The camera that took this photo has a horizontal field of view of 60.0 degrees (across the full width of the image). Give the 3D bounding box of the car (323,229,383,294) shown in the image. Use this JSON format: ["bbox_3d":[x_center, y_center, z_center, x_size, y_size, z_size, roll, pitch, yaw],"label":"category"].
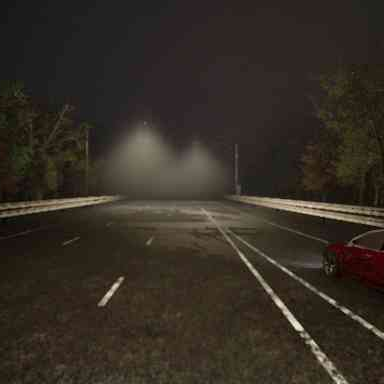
[{"bbox_3d":[4.577,1.450,6.936,2.163,1.488,4.792,0,0,-5],"label":"car"}]
